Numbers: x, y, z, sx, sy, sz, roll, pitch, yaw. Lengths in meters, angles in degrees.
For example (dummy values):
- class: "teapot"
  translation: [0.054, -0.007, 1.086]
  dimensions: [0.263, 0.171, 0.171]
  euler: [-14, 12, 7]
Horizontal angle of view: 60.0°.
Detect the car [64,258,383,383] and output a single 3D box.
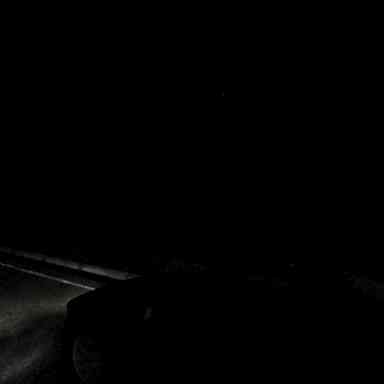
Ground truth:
- class: "car"
  translation: [0.654, 1.480, 3.555]
  dimensions: [5.008, 1.535, 1.882]
  euler: [0, 0, 36]
